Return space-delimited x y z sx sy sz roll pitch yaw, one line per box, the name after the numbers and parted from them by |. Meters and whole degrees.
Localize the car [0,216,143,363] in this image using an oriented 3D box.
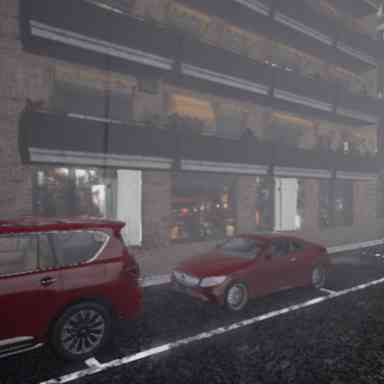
-3.070 1.315 4.368 5.009 1.841 2.192 0 0 -36 | car

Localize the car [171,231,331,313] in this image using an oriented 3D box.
1.517 1.602 7.642 4.206 1.307 1.802 0 0 -36 | car
